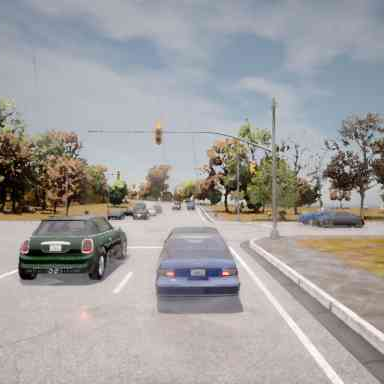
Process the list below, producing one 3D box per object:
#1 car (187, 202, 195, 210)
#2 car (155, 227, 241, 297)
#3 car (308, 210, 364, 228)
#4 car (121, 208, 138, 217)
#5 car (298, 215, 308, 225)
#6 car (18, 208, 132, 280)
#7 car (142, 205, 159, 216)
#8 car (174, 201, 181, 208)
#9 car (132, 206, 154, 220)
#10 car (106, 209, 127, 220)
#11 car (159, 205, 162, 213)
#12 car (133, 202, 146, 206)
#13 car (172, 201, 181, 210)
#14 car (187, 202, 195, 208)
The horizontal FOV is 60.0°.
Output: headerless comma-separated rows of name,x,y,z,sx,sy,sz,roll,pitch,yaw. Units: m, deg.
car,-0.212,3.467,77.779,1.812,1.442,4.674,0,0,0
car,0.068,1.646,8.901,2.033,1.411,5.357,0,-1,-1
car,12.993,2.451,29.645,4.181,1.385,1.994,0,-3,-2
car,-10.740,3.504,57.478,1.895,1.301,4.718,0,-1,0
car,13.158,2.525,33.140,5.008,1.535,1.882,0,-3,-1
car,-3.444,1.486,10.515,2.097,1.767,4.553,0,-1,0
car,-7.237,3.433,57.689,1.812,1.442,4.674,0,-1,0
car,-3.833,3.248,87.867,1.837,1.490,4.892,0,0,-4
car,-7.220,3.158,47.798,2.128,1.511,4.902,0,-2,1
car,-10.762,3.208,47.601,2.033,1.411,5.357,0,-2,-3
car,-7.198,3.488,67.979,1.837,1.490,4.892,0,0,0
car,-10.687,3.204,68.235,2.150,2.045,5.566,0,0,0
car,-3.712,3.539,77.834,1.895,1.301,4.718,0,0,0
car,-0.334,3.305,87.961,1.994,1.385,4.181,0,0,-4
